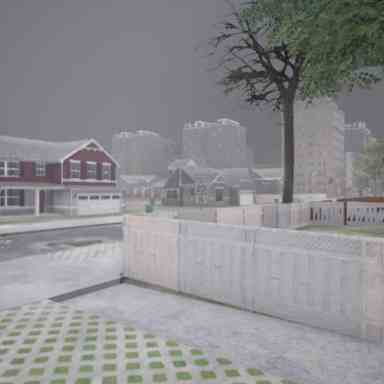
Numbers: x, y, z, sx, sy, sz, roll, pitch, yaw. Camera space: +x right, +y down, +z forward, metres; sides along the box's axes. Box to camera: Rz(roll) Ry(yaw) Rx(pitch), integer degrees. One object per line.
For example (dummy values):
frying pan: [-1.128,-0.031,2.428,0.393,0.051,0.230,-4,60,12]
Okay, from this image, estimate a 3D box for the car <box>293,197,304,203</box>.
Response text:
car: [14.264,1.404,46.624,2.128,1.511,4.902,0,0,35]
